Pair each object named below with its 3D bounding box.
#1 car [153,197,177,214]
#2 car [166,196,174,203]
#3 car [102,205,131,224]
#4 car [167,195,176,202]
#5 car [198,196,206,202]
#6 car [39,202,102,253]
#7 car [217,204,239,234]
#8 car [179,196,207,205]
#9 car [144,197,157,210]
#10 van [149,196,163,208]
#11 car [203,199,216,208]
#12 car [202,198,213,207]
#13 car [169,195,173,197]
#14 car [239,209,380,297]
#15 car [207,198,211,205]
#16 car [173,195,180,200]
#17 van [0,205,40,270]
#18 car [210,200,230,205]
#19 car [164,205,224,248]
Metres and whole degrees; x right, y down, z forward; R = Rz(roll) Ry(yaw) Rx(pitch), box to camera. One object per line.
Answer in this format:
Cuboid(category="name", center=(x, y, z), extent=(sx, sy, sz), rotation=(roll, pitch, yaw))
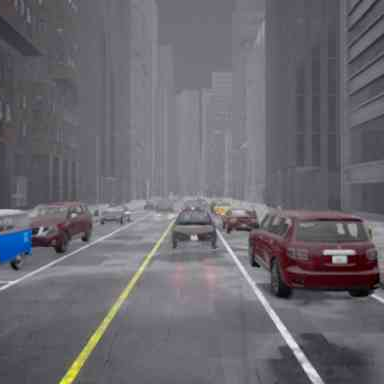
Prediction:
Cuboid(category="car", center=(-3.096, 1.702, 38.728), extent=(1.837, 1.490, 4.892), rotation=(0, 0, 0))
Cuboid(category="car", center=(-5.767, 1.913, 87.139), extent=(1.967, 1.590, 4.097), rotation=(0, 0, 0))
Cuboid(category="car", center=(-5.764, 1.679, 25.435), extent=(2.008, 1.369, 4.403), rotation=(0, 0, 0))
Cuboid(category="car", center=(-5.767, 1.822, 92.749), extent=(2.192, 1.841, 5.009), rotation=(0, 0, 0))
Cuboid(category="car", center=(2.758, 1.947, 92.753), extent=(1.967, 1.590, 4.097), rotation=(0, 0, 0))
Cuboid(category="car", center=(-5.763, 1.387, 14.217), extent=(2.192, 1.841, 5.009), rotation=(0, 0, 0))
Cuboid(category="car", center=(2.762, 1.645, 19.836), extent=(1.887, 1.381, 4.507), rotation=(0, 0, 0))
Cuboid(category="car", center=(0.091, 1.513, 31.753), extent=(2.097, 1.767, 4.553), rotation=(0, 0, 0))
Cuboid(category="car", center=(-5.765, 1.684, 47.873), extent=(1.967, 1.590, 4.097), rotation=(0, 0, 0))
Cuboid(category="van", center=(-5.765, 1.614, 53.483), extent=(1.690, 1.788, 3.998), rotation=(0, 0, 0))
Cuboid(category="car", center=(2.760, 1.799, 53.660), extent=(1.752, 1.417, 4.829), rotation=(0, 0, 0))
Cuboid(category="car", center=(2.759, 1.829, 59.269), extent=(1.752, 1.417, 4.829), rotation=(0, 0, 0))
Cuboid(category="car", center=(-5.767, 2.004, 81.528), extent=(1.947, 1.339, 4.313), rotation=(0, 0, 0))
Cuboid(category="car", center=(2.763, 1.359, 8.618), extent=(2.192, 1.841, 5.009), rotation=(0, 0, 0))
Cuboid(category="car", center=(3.143, 1.710, 40.542), extent=(1.837, 1.490, 4.892), rotation=(0, 0, 0))
Cuboid(category="car", center=(-3.004, 1.831, 79.303), extent=(1.994, 1.385, 4.181), rotation=(0, 0, 0))
Cuboid(category="van", center=(-5.763, 1.385, 8.608), extent=(1.690, 1.788, 3.998), rotation=(0, 0, 0))
Cuboid(category="car", center=(3.148, 1.628, 33.732), extent=(1.801, 1.575, 5.366), rotation=(0, 0, 0))
Cuboid(category="car", center=(0.090, 1.569, 15.211), extent=(2.128, 1.511, 4.902), rotation=(0, 0, 0))
